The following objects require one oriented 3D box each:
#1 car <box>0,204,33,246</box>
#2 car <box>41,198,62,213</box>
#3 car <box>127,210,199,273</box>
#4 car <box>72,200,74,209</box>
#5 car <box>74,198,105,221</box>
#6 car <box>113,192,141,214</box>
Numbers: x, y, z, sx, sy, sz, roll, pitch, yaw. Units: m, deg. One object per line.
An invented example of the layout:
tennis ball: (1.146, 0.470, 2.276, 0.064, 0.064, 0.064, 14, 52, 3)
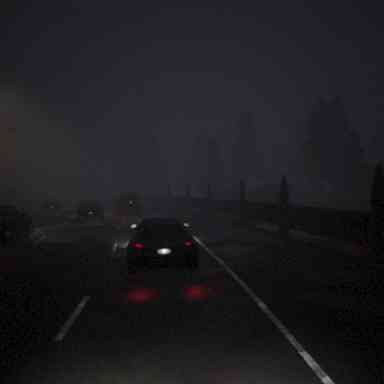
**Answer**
car: (-8.810, 1.314, 15.031, 2.097, 1.767, 4.553, 0, 0, -11)
car: (-14.919, 1.354, 35.292, 1.882, 1.535, 5.008, 0, 0, -22)
car: (-0.999, 1.504, 10.638, 1.994, 1.385, 4.181, 0, 0, -8)
car: (-13.266, 1.401, 40.108, 1.994, 1.385, 4.181, -1, 0, -25)
car: (-7.912, 1.367, 26.039, 1.882, 1.535, 5.008, 0, 0, -16)
car: (-6.552, 1.058, 33.185, 2.150, 2.045, 5.566, 0, 0, -20)
